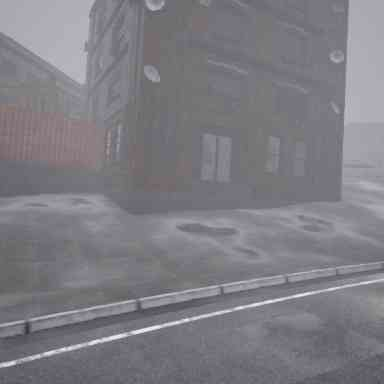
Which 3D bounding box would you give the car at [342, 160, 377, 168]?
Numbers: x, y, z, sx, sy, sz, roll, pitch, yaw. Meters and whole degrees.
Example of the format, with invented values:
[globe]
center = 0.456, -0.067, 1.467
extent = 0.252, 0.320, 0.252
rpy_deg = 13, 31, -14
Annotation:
[car]
center = 20.958, -3.282, 42.379
extent = 4.553, 1.767, 2.185
rpy_deg = 2, -3, 14
